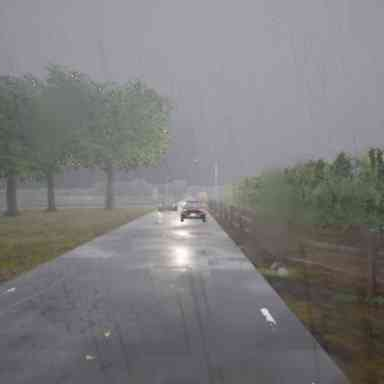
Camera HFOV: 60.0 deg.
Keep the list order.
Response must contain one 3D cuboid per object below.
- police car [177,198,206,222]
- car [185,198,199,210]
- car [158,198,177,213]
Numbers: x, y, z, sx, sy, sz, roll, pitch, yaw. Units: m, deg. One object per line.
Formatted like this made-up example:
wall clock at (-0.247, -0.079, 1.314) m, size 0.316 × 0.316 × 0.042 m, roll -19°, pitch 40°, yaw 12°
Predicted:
police car at (0.089, 1.536, 27.008) m, size 2.038 × 1.542 × 4.974 m, roll 0°, pitch 0°, yaw 0°
car at (0.026, 1.658, 47.167) m, size 1.801 × 1.575 × 5.366 m, roll 0°, pitch -1°, yaw 1°
car at (-2.813, 1.467, 39.247) m, size 2.097 × 1.767 × 4.553 m, roll 0°, pitch 0°, yaw 0°
